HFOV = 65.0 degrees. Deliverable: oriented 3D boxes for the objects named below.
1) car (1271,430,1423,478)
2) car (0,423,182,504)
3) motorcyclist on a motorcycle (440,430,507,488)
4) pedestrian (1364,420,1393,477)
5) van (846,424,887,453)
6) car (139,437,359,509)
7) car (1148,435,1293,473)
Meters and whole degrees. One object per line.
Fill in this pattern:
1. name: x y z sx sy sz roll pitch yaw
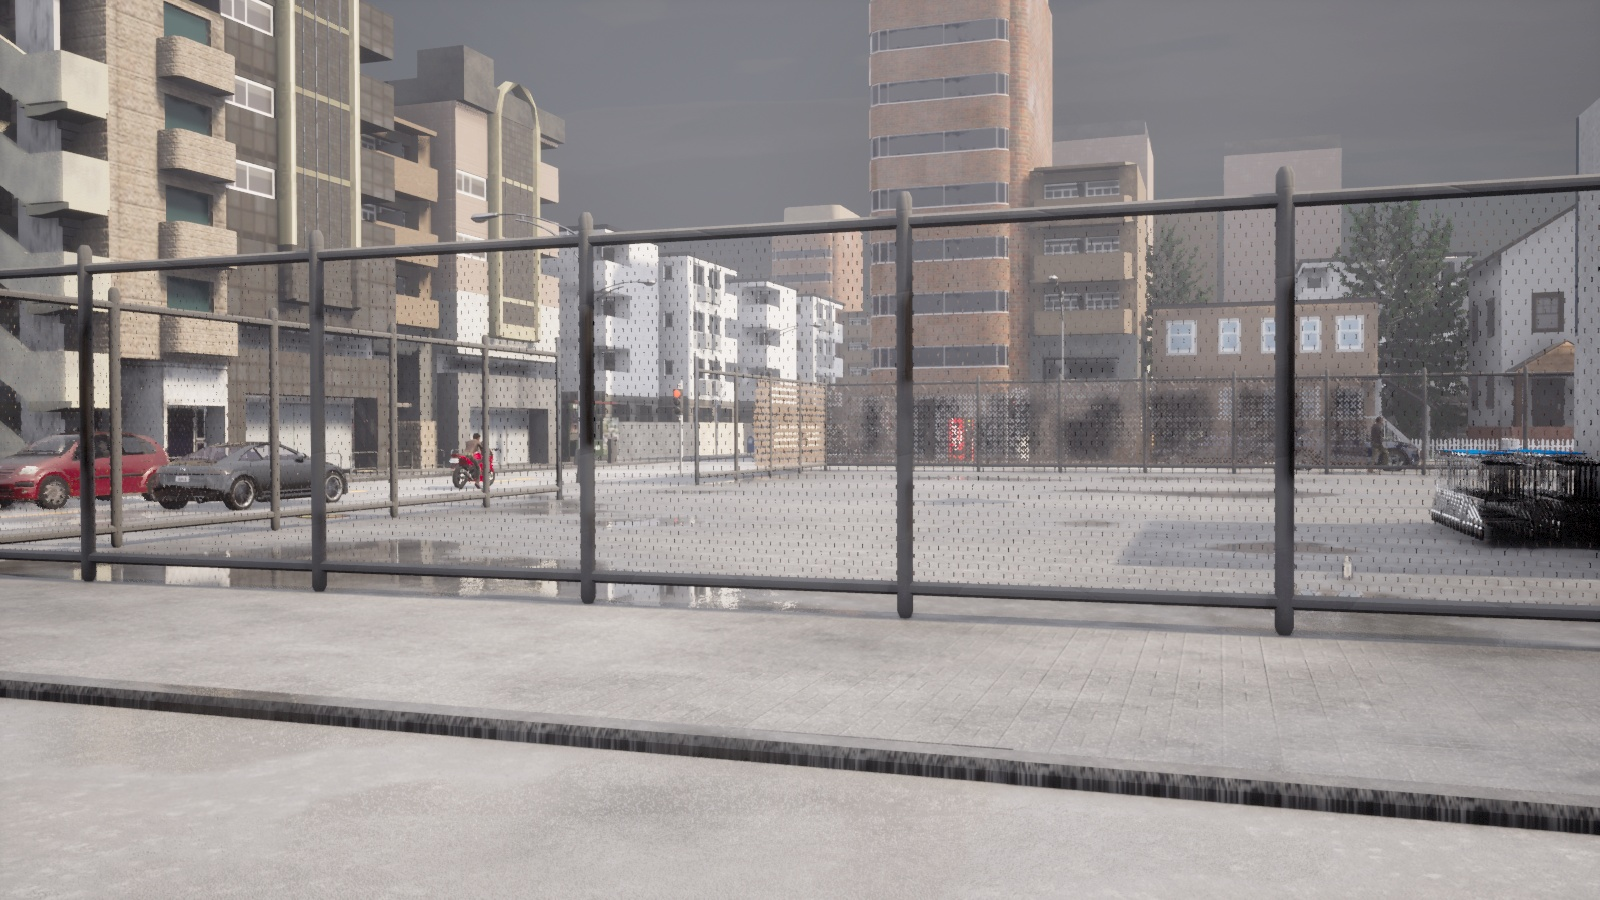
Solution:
1. car: 19.504 0.109 44.994 4.856 1.649 2.033 1 1 20
2. car: -15.635 0.233 27.091 1.851 1.617 3.988 1 1 18
3. motorcyclist on a motorcycle: -8.945 0.223 34.468 0.797 1.523 2.044 1 1 19
4. pedestrian: 18.662 -0.042 40.503 0.703 1.840 0.431 0 1 -3
5. van: 4.679 -0.807 87.688 1.775 1.987 4.442 1 1 19
6. car: -11.558 0.420 26.662 1.994 1.385 4.181 1 1 18
7. car: 16.741 0.134 50.115 5.357 1.411 2.033 1 1 19
